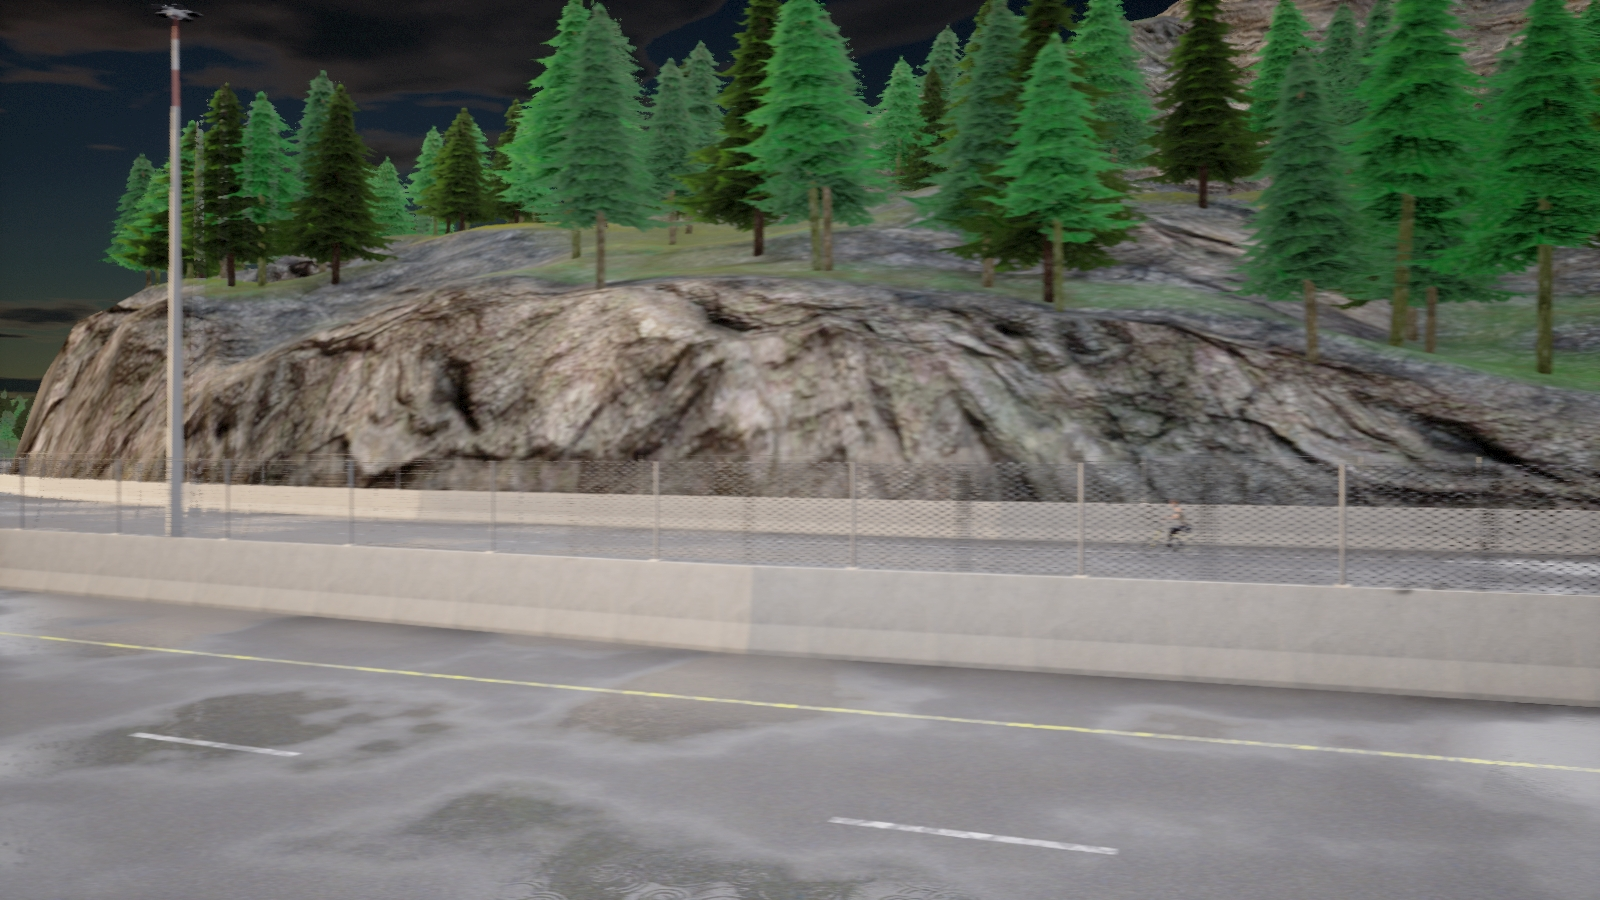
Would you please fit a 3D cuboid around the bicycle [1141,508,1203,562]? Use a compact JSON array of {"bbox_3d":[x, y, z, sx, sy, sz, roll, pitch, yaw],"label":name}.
[{"bbox_3d":[9.607,2.171,29.525,1.487,1.295,0.859,0,0,20],"label":"bicycle"}]
